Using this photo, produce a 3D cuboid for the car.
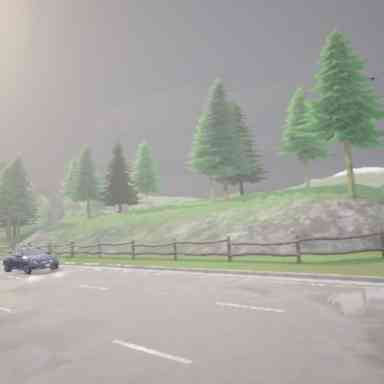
[{"bbox_3d":[-10.186,4.256,20.919,4.674,1.442,1.812,-8,-7,40],"label":"car"}]
